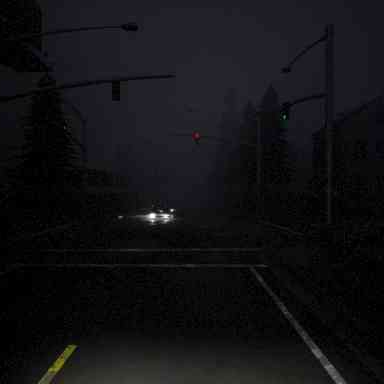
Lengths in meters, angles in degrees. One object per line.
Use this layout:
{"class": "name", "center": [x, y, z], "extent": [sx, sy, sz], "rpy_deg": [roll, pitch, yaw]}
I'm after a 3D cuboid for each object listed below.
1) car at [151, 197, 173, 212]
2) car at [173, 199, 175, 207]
{"class": "car", "center": [-3.550, 1.601, 38.211], "extent": [1.895, 1.301, 4.718], "rpy_deg": [0, 0, 0]}
{"class": "car", "center": [-3.520, 1.505, 48.336], "extent": [1.837, 1.490, 4.892], "rpy_deg": [0, 0, 0]}
